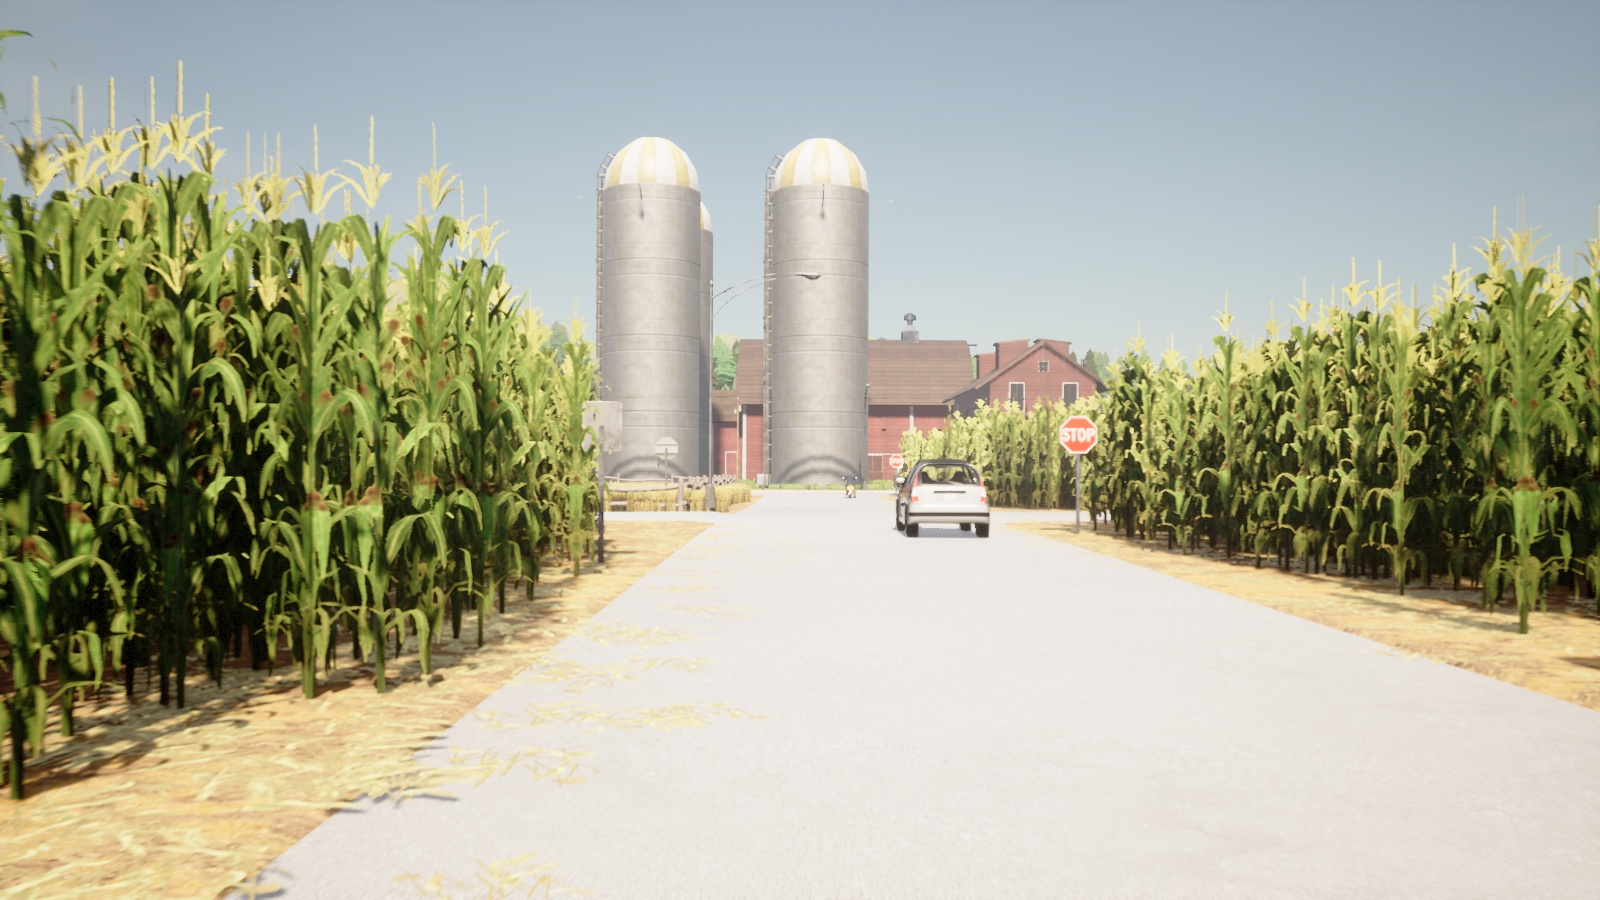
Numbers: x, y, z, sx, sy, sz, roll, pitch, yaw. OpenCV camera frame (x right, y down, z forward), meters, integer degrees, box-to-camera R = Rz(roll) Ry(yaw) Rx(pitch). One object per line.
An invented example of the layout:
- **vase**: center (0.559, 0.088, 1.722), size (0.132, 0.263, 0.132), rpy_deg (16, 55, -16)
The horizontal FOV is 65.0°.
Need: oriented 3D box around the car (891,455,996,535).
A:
- **car**: center (3.047, 0.940, 27.395), size (1.851, 1.617, 3.988), rpy_deg (0, -1, 0)
